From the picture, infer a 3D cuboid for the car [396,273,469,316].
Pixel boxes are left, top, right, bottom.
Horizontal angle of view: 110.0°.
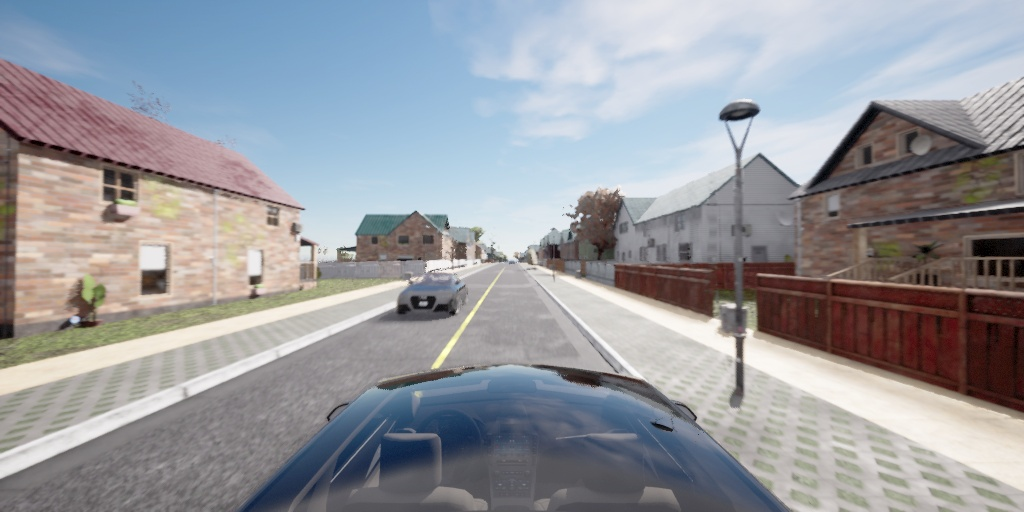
[{"bbox_3d":[-2.782,1.319,13.293,1.994,1.385,4.181,0,0,1],"label":"car"}]
